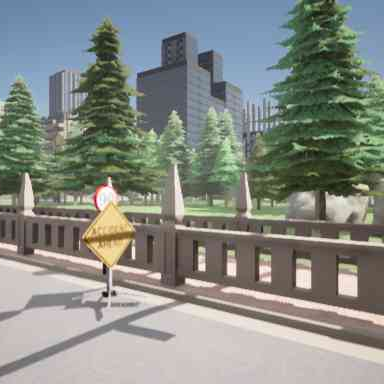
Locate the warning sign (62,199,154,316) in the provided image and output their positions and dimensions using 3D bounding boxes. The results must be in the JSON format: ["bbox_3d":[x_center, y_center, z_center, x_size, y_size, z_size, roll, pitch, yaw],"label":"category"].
[{"bbox_3d":[-1.551,1.088,6.265,1.060,1.860,1.300,0,0,35],"label":"warning sign"}]
